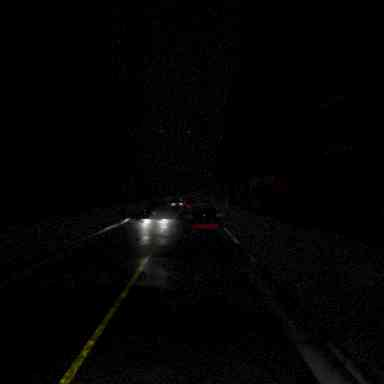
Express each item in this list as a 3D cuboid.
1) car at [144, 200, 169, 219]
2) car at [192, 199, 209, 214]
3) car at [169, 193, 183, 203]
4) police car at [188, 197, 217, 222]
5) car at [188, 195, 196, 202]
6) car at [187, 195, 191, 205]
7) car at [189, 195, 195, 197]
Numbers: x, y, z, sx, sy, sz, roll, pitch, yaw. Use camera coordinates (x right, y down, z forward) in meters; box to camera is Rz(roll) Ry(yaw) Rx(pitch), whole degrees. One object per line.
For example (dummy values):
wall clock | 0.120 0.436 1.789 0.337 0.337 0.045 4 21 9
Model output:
car | -3.117 1.538 29.924 1.837 1.490 4.892 0 0 0
car | 0.876 1.569 36.250 1.812 1.442 4.674 0 0 0
car | -3.047 1.323 71.133 2.150 2.045 5.566 0 0 0
police car | 0.882 1.453 26.360 1.930 1.638 5.238 0 0 0
car | -0.051 1.524 76.385 1.882 1.535 5.008 0 0 0
car | -0.041 1.691 61.414 1.895 1.301 4.718 0 0 0
car | 0.872 1.531 42.251 1.882 1.535 5.008 0 0 0
